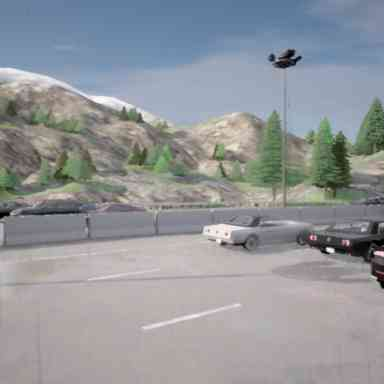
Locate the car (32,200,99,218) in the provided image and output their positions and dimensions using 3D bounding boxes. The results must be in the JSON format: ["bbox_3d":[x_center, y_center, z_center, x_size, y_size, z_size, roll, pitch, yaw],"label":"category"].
[{"bbox_3d":[-11.319,1.469,29.943,5.357,1.411,2.033,0,0,-33],"label":"car"}]

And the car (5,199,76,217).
[{"bbox_3d":[-9.800,1.290,22.542,4.553,1.767,2.097,0,0,-33],"label":"car"}]

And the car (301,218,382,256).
[{"bbox_3d":[6.373,1.589,11.848,4.718,1.301,1.895,0,0,-31],"label":"car"}]

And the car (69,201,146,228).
[{"bbox_3d":[-5.131,1.474,21.415,4.674,1.442,1.812,0,0,-32],"label":"car"}]

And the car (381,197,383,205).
[{"bbox_3d":[26.249,1.516,40.662,5.357,1.411,2.033,0,0,-20],"label":"car"}]

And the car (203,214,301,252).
[{"bbox_3d":[2.915,1.579,13.855,4.718,1.301,1.895,0,0,-32],"label":"car"}]

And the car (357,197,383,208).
[{"bbox_3d":[26.598,1.459,48.132,4.892,1.490,1.837,0,0,-19],"label":"car"}]

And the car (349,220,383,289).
[{"bbox_3d":[6.090,1.487,7.568,4.902,1.511,2.128,0,0,-32],"label":"car"}]

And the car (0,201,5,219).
[{"bbox_3d":[-13.738,1.420,24.120,4.902,1.511,2.128,0,0,-34],"label":"car"}]

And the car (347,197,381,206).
[{"bbox_3d":[22.704,1.504,43.075,5.357,1.411,2.033,0,0,-21],"label":"car"}]
